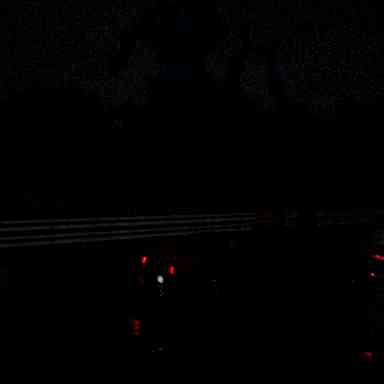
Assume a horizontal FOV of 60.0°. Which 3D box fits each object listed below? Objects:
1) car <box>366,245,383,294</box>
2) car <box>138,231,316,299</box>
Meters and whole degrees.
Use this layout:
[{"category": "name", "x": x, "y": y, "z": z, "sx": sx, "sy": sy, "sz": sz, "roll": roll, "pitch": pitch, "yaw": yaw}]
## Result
[{"category": "car", "x": 6.066, "y": 1.619, "z": 7.830, "sx": 4.902, "sy": 1.511, "sz": 2.128, "roll": 1, "pitch": -1, "yaw": -34}, {"category": "car", "x": 1.119, "y": 1.696, "z": 8.729, "sx": 4.718, "sy": 1.301, "sz": 1.895, "roll": 1, "pitch": -1, "yaw": -34}]
